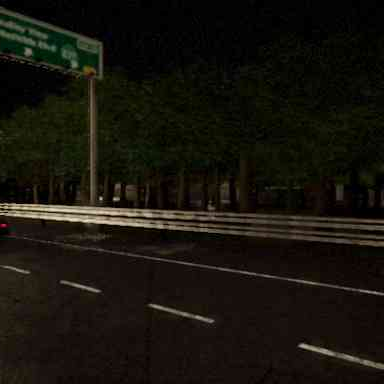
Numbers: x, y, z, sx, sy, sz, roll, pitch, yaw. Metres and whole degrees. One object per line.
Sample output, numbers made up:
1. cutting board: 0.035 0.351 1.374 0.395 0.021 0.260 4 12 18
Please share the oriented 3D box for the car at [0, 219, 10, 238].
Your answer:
1. car: -10.771 1.548 15.855 5.357 1.411 2.033 0 0 36
